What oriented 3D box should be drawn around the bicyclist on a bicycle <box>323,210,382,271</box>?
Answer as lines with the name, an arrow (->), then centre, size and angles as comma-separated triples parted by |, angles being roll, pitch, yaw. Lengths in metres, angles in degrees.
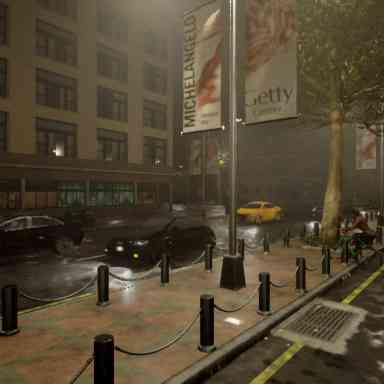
bicyclist on a bicycle -> 4.775, 1.369, 9.735 | 1.656, 1.620, 0.582 | 17, 11, 39

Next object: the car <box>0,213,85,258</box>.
car -> -6.025, 1.491, 11.154 | 2.128, 1.511, 4.902 | 0, 0, 40

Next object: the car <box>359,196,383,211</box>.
car -> 21.504, 1.505, 39.061 | 1.837, 1.490, 4.892 | 0, 0, 40

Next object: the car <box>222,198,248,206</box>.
car -> 7.052, 1.548, 48.898 | 5.357, 1.411, 2.033 | 0, 0, 36

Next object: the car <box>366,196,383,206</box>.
car -> 30.786, 1.478, 55.758 | 1.882, 1.535, 5.008 | 0, 0, 40

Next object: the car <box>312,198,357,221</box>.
car -> 11.292, 1.351, 26.670 | 2.097, 1.767, 4.553 | 0, 0, 39

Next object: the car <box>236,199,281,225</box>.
car -> 4.788, 1.477, 24.282 | 1.882, 1.535, 5.008 | 0, 0, 39

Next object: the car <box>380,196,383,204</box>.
car -> 38.383, 1.525, 64.889 | 2.128, 1.511, 4.902 | 0, 0, 39

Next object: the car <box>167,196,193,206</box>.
car -> -1.995, 1.505, 56.186 | 4.892, 1.490, 1.837 | 0, 0, 38

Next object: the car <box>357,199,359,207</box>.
car -> 22.428, 1.548, 47.068 | 5.357, 1.411, 2.033 | 0, 0, -36

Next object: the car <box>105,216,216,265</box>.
car -> -0.961, 1.564, 11.802 | 1.994, 1.385, 4.181 | 0, 0, 39
